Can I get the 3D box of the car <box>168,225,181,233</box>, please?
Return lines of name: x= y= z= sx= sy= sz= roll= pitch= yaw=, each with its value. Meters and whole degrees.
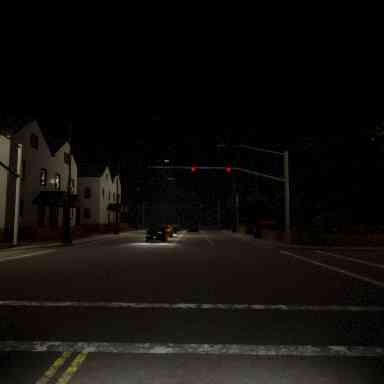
car: x=-3.361 y=7.042 z=64.323 sx=2.033 sy=1.411 sz=5.357 roll=0 pitch=-5 yaw=1

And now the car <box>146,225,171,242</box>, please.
car: x=-3.504 y=4.248 z=33.647 sx=1.837 sy=1.490 sz=4.892 roll=0 pitch=-5 yaw=0

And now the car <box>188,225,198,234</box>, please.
car: x=0.161 y=6.477 z=57.862 sx=2.033 sy=1.411 sz=5.357 roll=0 pitch=-5 yaw=0

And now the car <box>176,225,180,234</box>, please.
car: x=-3.439 y=6.055 z=53.135 sx=1.994 sy=1.385 sz=4.181 roll=0 pitch=-5 yaw=0

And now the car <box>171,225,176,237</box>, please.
car: x=-3.478 y=5.074 z=43.170 sx=1.882 sy=1.535 sz=5.008 roll=0 pitch=-5 yaw=0
